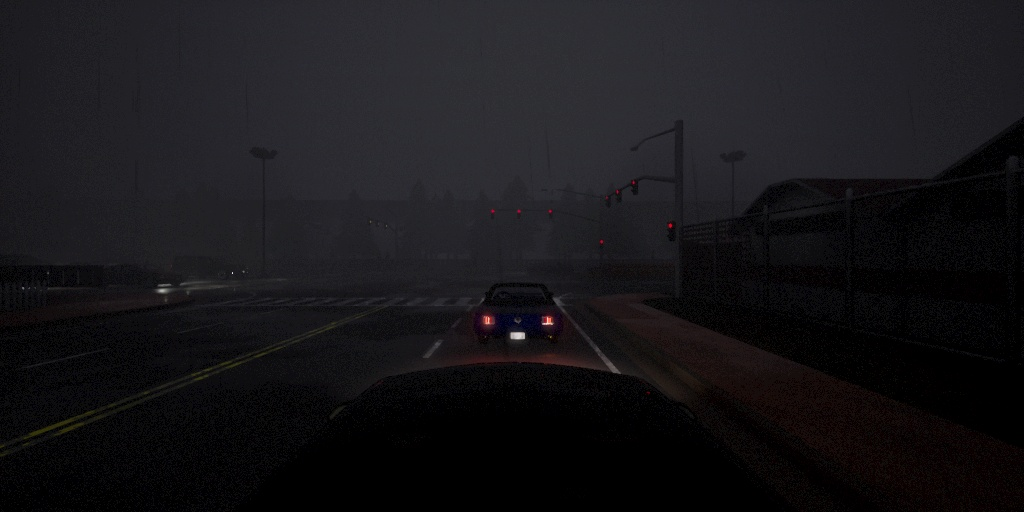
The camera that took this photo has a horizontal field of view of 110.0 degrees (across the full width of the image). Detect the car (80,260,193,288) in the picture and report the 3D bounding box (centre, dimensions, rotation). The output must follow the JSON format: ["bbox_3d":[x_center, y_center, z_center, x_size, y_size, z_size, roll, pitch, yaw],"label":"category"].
[{"bbox_3d":[-24.161,1.226,23.207,5.008,1.535,1.882,0,0,-1],"label":"car"}]

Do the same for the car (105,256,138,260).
[{"bbox_3d":[-44.738,0.733,40.586,4.902,1.511,2.128,4,0,-1],"label":"car"}]

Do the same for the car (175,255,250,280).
[{"bbox_3d":[-25.400,0.965,30.188,5.566,2.045,2.150,0,0,-1],"label":"car"}]

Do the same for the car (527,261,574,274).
[{"bbox_3d":[4.374,1.298,41.402,5.357,1.411,2.033,0,0,-1],"label":"car"}]

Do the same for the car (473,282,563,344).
[{"bbox_3d":[0.189,1.351,9.579,1.895,1.301,4.718,0,0,2],"label":"car"}]

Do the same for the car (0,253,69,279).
[{"bbox_3d":[-37.160,0.819,26.494,5.566,2.045,2.150,2,0,-1],"label":"car"}]

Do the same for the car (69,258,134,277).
[{"bbox_3d":[-35.123,1.190,30.029,4.674,1.442,1.812,1,0,-1],"label":"car"}]

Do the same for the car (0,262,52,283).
[{"bbox_3d":[-33.144,1.268,23.059,4.181,1.385,1.994,1,0,-1],"label":"car"}]
